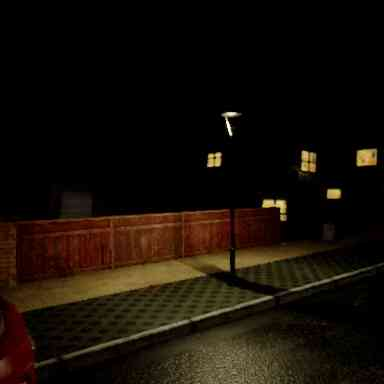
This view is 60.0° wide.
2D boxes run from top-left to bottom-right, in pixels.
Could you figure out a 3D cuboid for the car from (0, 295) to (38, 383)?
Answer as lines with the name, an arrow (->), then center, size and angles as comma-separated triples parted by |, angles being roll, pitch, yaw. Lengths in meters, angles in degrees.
car -> -3.307, 1.253, 0.701 | 5.566, 2.045, 2.150 | -1, 1, -36
